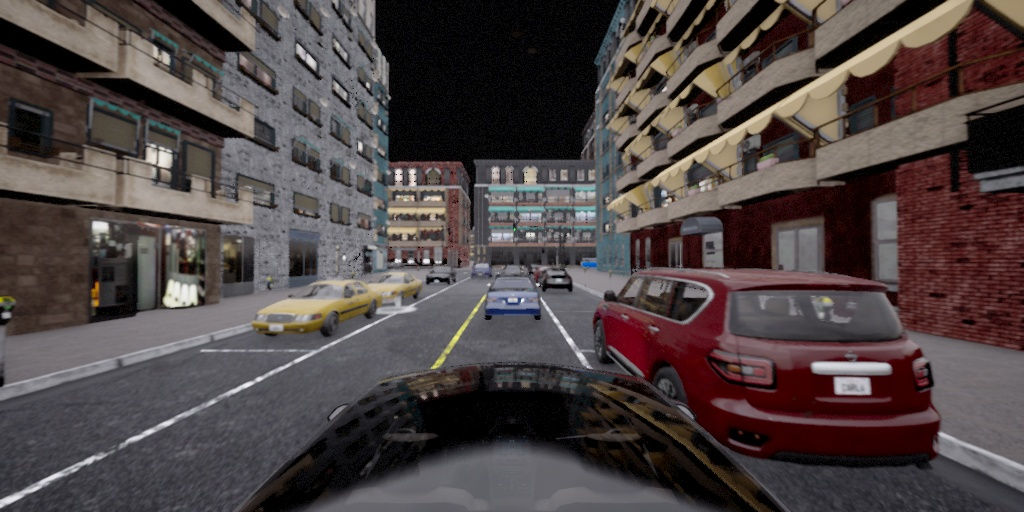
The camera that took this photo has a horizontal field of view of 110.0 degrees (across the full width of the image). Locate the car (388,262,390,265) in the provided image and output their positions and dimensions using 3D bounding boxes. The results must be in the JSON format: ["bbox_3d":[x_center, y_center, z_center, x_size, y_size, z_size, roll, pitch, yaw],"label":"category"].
[{"bbox_3d":[-19.644,1.442,49.871,4.097,1.591,1.967,0,0,0],"label":"car"}]

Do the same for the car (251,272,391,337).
[{"bbox_3d":[-5.302,1.302,10.468,1.751,1.417,4.829,0,0,0],"label":"car"}]

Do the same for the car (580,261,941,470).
[{"bbox_3d":[2.567,1.074,5.100,2.192,1.841,5.009,0,0,0],"label":"car"}]

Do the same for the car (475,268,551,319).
[{"bbox_3d":[0.045,1.331,12.904,2.033,1.411,5.357,0,0,1],"label":"car"}]

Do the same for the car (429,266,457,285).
[{"bbox_3d":[-5.276,1.401,27.331,1.948,1.339,4.313,0,0,0],"label":"car"}]

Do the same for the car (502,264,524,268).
[{"bbox_3d":[0.074,1.415,31.358,1.994,1.385,4.181,0,0,0],"label":"car"}]

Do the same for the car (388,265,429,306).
[{"bbox_3d":[-5.291,1.320,16.032,1.751,1.417,4.829,0,0,0],"label":"car"}]

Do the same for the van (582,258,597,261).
[{"bbox_3d":[13.099,1.257,58.050,3.998,1.789,1.690,0,0,0],"label":"van"}]

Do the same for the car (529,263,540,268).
[{"bbox_3d":[2.571,1.381,27.354,1.888,1.381,4.507,0,0,0],"label":"car"}]

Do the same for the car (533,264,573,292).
[{"bbox_3d":[2.571,1.380,21.789,1.948,1.339,4.313,0,0,0],"label":"car"}]

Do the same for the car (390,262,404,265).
[{"bbox_3d":[-19.686,1.676,58.010,4.403,1.370,2.007,0,0,0],"label":"car"}]

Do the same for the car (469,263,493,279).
[{"bbox_3d":[-2.819,1.390,34.317,1.812,1.442,4.674,0,0,0],"label":"car"}]
